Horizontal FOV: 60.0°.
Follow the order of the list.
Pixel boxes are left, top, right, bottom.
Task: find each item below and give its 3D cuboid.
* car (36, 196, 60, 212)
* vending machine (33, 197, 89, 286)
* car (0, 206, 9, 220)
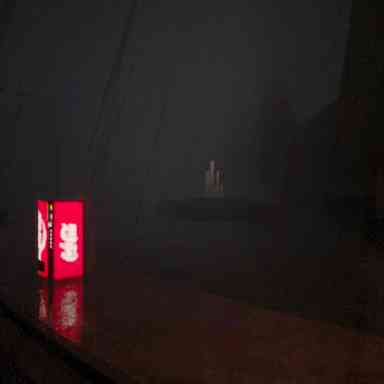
[{"bbox_3d":[-16.033,1.308,38.394,2.097,1.767,4.553,0,0,1],"label":"car"},{"bbox_3d":[-3.371,1.186,8.562,1.100,2.100,0.880,0,0,-41],"label":"vending machine"},{"bbox_3d":[-15.569,1.529,25.325,1.994,1.385,4.181,0,0,-11],"label":"car"}]
